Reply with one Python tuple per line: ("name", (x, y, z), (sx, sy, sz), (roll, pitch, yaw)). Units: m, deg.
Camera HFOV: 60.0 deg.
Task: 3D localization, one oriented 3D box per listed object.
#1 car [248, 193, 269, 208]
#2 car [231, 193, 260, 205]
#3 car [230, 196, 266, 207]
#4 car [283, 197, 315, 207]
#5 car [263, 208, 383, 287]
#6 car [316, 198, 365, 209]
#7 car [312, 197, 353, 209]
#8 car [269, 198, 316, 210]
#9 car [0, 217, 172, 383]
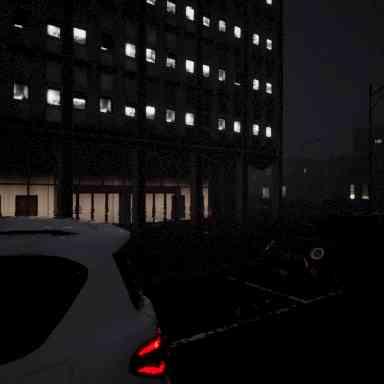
("car", (8.600, 1.168, 43.743), (2.192, 1.841, 5.009), (1, 0, -35))
("car", (9.197, 1.168, 57.616), (2.192, 1.841, 5.009), (1, 0, -35))
("car", (8.137, 1.395, 48.962), (2.033, 1.411, 5.357), (0, 0, -35))
("car", (15.492, 1.481, 48.507), (1.802, 1.307, 4.206), (1, 0, -35))
("car", (3.863, 1.441, 9.316), (4.097, 1.590, 1.967), (0, 0, -36))
("car", (16.577, 1.437, 36.746), (1.812, 1.442, 4.674), (0, 0, -35))
("car", (18.544, 1.447, 44.091), (1.752, 1.417, 4.829), (1, 0, -35))
("car", (11.746, 1.427, 39.188), (2.008, 1.369, 4.403), (1, 0, -35))
("car", (-2.719, 1.221, 1.439), (5.566, 2.045, 2.150), (0, 0, -36))
